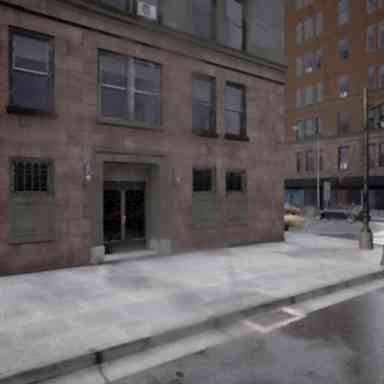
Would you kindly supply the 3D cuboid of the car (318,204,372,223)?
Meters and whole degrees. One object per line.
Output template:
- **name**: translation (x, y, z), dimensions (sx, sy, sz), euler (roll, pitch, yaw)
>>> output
- **car**: translation (11.542, 1.591, 25.744), dimensions (1.947, 1.339, 4.313), euler (0, 0, -36)

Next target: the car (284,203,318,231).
- **car**: translation (5.110, 1.577, 20.942), dimensions (1.752, 1.417, 4.829), euler (0, 0, -36)

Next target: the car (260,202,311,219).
- **car**: translation (8.392, 1.611, 30.146), dimensions (1.802, 1.307, 4.206), euler (0, 0, -36)
